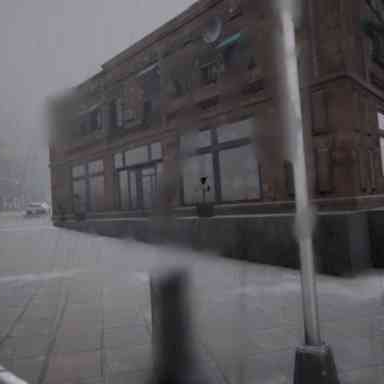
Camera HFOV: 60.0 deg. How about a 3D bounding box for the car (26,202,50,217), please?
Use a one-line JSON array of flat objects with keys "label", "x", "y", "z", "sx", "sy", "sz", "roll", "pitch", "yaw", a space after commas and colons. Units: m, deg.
[{"label": "car", "x": -17.274, "y": 1.869, "z": 37.474, "sx": 2.128, "sy": 1.511, "sz": 4.902, "roll": -3, "pitch": 0, "yaw": -14}]
